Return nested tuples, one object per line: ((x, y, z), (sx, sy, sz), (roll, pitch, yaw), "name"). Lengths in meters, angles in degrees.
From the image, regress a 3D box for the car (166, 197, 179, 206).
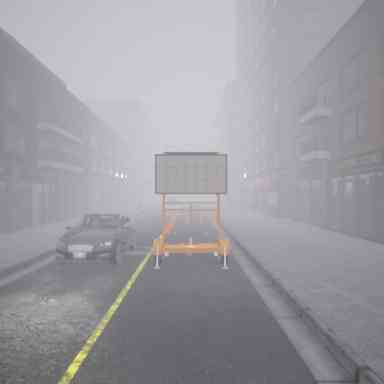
((-3.170, 1.526, 55.030), (2.128, 1.511, 4.902), (0, 0, 0), "car")

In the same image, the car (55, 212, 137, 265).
((-3.135, 1.493, 11.708), (2.128, 1.511, 4.902), (0, 0, 0), "car")

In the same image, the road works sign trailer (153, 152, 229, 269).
((-0.027, 0.466, 11.172), (2.380, 3.560, 2.880), (0, 0, 0), "road works sign trailer")
